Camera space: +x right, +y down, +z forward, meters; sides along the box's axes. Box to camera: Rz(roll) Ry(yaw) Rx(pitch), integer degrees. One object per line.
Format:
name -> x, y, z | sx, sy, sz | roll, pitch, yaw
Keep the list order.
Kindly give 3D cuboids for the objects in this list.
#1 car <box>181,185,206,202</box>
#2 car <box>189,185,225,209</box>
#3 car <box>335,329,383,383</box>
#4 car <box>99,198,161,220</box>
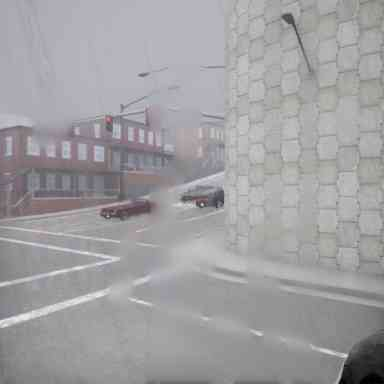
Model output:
car -> 0.690, 0.078, 32.099 | 1.994, 1.385, 4.181 | 0, 9, 36
car -> 2.170, 0.413, 27.803 | 1.837, 1.490, 4.892 | 0, 8, 35
car -> 3.327, 1.492, 1.591 | 4.902, 1.511, 2.128 | 0, 0, 36
car -> -4.542, 1.187, 24.715 | 1.895, 1.301, 4.718 | 0, 5, 35
